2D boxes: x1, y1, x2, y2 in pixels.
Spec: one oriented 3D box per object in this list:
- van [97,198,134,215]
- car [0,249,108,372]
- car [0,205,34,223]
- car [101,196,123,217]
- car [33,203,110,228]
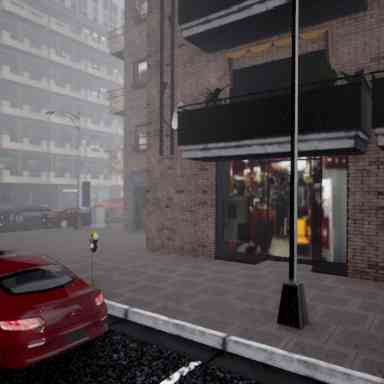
[{"bbox_3d":[-8.636,1.603,37.820,1.690,1.788,3.998,0,-1,36],"label":"van"},{"bbox_3d":[-3.085,1.581,5.205,4.206,1.307,1.802,0,0,36],"label":"car"},{"bbox_3d":[-13.244,1.725,26.979,1.994,1.385,4.181,1,0,36],"label":"car"},{"bbox_3d":[-7.761,1.482,34.612,2.150,2.045,5.566,1,0,36],"label":"car"},{"bbox_3d":[-8.461,1.754,23.701,1.887,1.381,4.507,0,-1,36],"label":"car"}]
